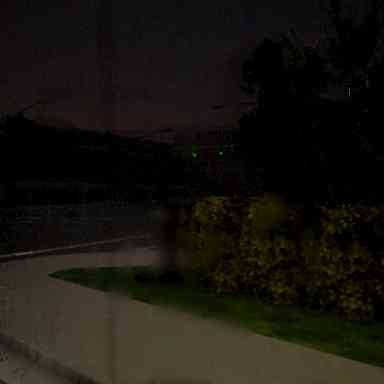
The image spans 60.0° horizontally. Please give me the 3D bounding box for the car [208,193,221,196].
[{"bbox_3d":[3.613,0.885,52.672,2.033,1.411,5.357,1,2,35],"label":"car"}]

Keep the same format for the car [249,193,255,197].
[{"bbox_3d":[12.866,0.521,65.745,1.812,1.442,4.674,1,1,35],"label":"car"}]
